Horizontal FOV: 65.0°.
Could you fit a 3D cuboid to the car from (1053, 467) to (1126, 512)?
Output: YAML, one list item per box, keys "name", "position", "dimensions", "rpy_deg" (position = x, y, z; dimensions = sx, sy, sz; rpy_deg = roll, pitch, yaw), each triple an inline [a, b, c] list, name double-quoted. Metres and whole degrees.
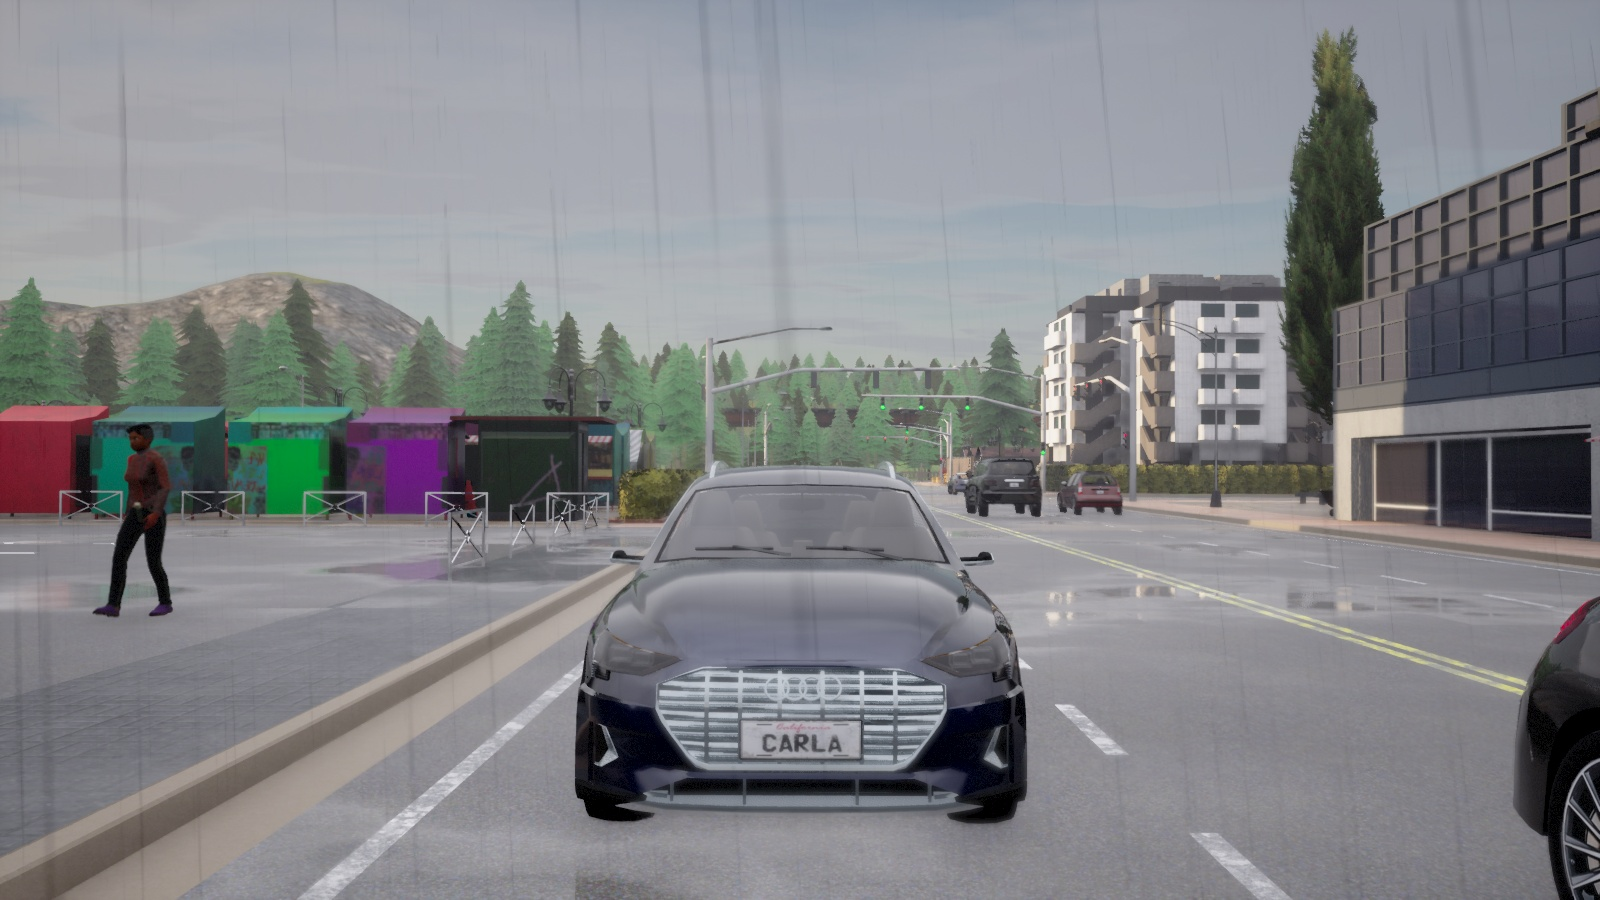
- name: "car"
  position: [10.843, 1.461, 47.240]
  dimensions: [1.851, 1.617, 3.988]
  rpy_deg: [0, -1, 0]

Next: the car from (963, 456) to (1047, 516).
- name: "car"
  position: [7.329, 1.267, 45.515]
  dimensions: [2.150, 2.045, 5.566]
  rpy_deg: [0, -1, 0]

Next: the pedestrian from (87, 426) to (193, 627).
- name: "pedestrian"
  position: [-6.149, 0.694, 11.727]
  dimensions: [0.328, 1.805, 0.869]
  rpy_deg: [-1, -1, 20]

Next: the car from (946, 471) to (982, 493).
- name: "car"
  position: [11.154, 2.168, 85.512]
  dimensions: [1.970, 1.475, 3.806]
  rpy_deg: [0, -1, 0]

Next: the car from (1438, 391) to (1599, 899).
- name: "car"
  position: [3.494, 0.617, 2.241]
  dimensions: [2.152, 1.651, 5.027]
  rpy_deg: [0, -1, 0]

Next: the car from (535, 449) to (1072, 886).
- name: "car"
  position: [0.019, 0.865, 7.197]
  dimensions: [2.033, 1.649, 4.856]
  rpy_deg: [0, -1, 0]
